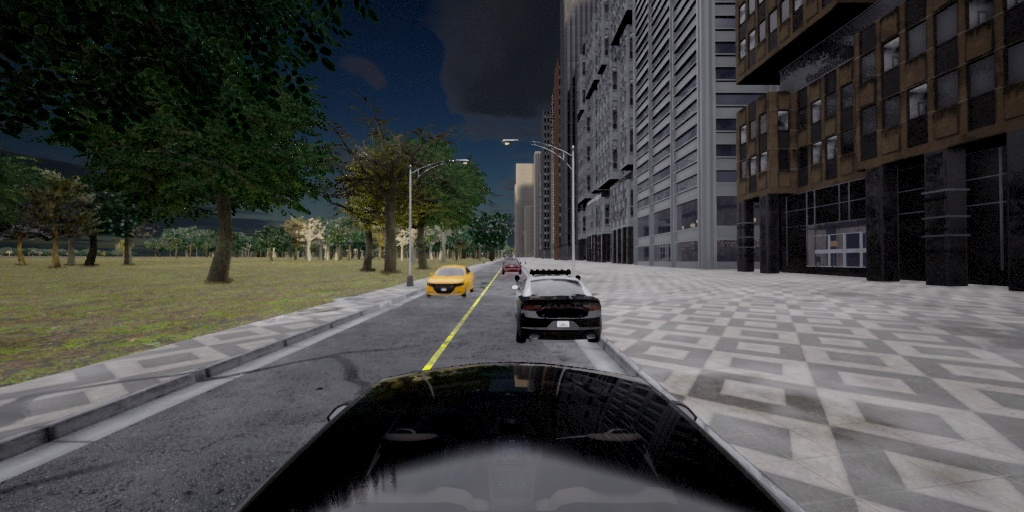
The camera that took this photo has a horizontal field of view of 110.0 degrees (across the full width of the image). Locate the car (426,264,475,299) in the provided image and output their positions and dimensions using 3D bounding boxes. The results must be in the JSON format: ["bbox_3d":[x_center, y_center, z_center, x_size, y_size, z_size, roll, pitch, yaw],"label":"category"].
[{"bbox_3d":[-3.039,1.222,18.452,1.882,1.535,5.008,0,0,0],"label":"car"}]

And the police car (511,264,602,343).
[{"bbox_3d":[1.032,1.174,9.848,1.930,1.638,5.238,0,0,0],"label":"police car"}]

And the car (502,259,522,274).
[{"bbox_3d":[-0.011,1.063,39.635,2.097,1.767,4.553,0,0,0],"label":"car"}]
